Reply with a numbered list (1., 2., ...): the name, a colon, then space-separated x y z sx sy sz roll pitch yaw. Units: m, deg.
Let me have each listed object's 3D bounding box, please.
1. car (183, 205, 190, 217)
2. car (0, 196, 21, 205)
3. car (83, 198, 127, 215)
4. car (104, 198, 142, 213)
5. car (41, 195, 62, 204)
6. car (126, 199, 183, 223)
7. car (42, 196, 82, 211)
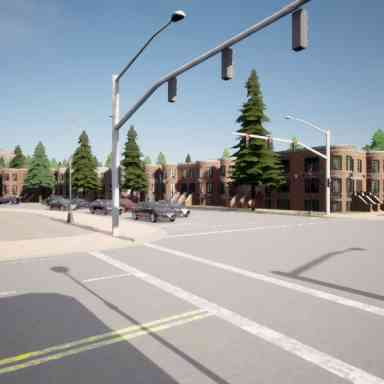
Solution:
1. car: -2.080 1.491 30.538 2.128 1.511 4.902 0 0 -37
2. car: -32.959 1.492 58.935 4.902 1.511 2.128 0 0 9
3. car: -8.682 1.492 33.390 2.128 1.511 4.902 0 0 -39
4. car: -7.880 1.478 37.836 1.882 1.535 5.008 0 0 -43
5. car: -23.276 1.352 56.466 4.553 1.767 2.097 0 0 21
6. car: -3.036 1.505 25.990 1.837 1.490 4.892 0 0 -36
7. car: -15.835 1.526 40.506 4.674 1.442 1.812 0 0 37
